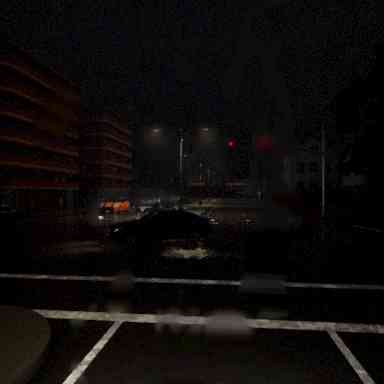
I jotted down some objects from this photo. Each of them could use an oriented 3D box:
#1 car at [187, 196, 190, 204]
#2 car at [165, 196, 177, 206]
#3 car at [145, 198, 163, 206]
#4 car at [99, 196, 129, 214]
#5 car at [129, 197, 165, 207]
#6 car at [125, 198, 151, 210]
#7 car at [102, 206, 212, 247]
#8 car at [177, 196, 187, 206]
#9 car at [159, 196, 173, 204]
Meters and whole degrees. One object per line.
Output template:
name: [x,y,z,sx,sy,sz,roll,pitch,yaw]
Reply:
car: [-1.594,1.493,63.048,1.837,1.490,4.892,0,1,7]
car: [-3.608,1.594,44.104,1.895,1.301,4.718,0,0,6]
car: [-6.092,1.592,53.916,1.895,1.301,4.718,0,0,6]
car: [-8.084,1.347,34.968,2.097,1.767,4.553,0,0,6]
car: [-4.570,1.486,34.895,2.128,1.511,4.902,0,0,6]
car: [-7.094,1.538,44.386,2.033,1.411,5.357,0,0,6]
car: [-1.384,1.523,14.837,4.674,1.442,1.812,0,-1,-21]
car: [-2.653,1.483,53.149,2.128,1.511,4.902,0,0,6]
car: [-5.025,1.553,63.889,1.994,1.385,4.181,0,0,6]
